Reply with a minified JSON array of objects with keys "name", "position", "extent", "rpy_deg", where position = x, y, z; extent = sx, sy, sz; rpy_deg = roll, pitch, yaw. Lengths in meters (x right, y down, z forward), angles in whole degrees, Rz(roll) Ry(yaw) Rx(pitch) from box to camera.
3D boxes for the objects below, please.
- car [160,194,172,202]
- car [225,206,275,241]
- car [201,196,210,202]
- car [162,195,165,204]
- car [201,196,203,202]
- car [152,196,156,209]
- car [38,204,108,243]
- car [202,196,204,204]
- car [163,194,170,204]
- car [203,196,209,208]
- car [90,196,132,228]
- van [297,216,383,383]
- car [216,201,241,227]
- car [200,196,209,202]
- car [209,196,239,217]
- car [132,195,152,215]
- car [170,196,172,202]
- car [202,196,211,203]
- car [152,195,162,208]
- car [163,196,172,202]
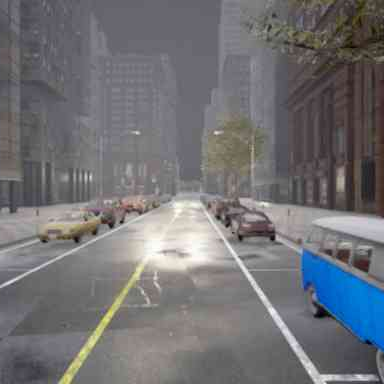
[{"name":"car","position":[-5.637,1.285,72.482],"extent":[2.192,1.841,5.009],"rpy_deg":[0,0,0]},{"name":"car","position":[2.864,1.549,16.082],"extent":[1.802,1.307,4.206],"rpy_deg":[0,0,0]},{"name":"car","position":[2.889,1.536,72.476],"extent":[1.947,1.339,4.313],"rpy_deg":[0,0,0]},{"name":"car","position":[-5.645,1.501,49.928],"extent":[1.887,1.381,4.507],"rpy_deg":[0,0,0]},{"name":"car","position":[2.882,1.539,55.558],"extent":[1.802,1.307,4.206],"rpy_deg":[0,0,0]},{"name":"car","position":[-5.651,1.524,38.651],"extent":[1.947,1.339,4.313],"rpy_deg":[0,0,0]},{"name":"car","position":[-5.661,1.493,15.926],"extent":[1.752,1.417,4.829],"rpy_deg":[0,0,0]},{"name":"car","position":[2.879,1.481,50.089],"extent":[1.752,1.417,4.829],"rpy_deg":[0,0,0]},{"name":"car","position":[-5.641,1.526,61.206],"extent":[1.947,1.339,4.313],"rpy_deg":[0,0,0]},{"name":"car","position":[2.877,1.522,44.278],"extent":[1.947,1.339,4.313],"rpy_deg":[0,0,0]},{"name":"car","position":[-5.659,1.278,21.733],"extent":[2.192,1.841,5.009],"rpy_deg":[0,0,0]},{"name":"van","position":[2.861,1.329,4.802],"extent":[1.690,1.788,3.998],"rpy_deg":[0,0,0]},{"name":"car","position":[2.867,1.529,21.720],"extent":[1.947,1.339,4.313],"rpy_deg":[0,0,0]},{"name":"car","position":[2.891,1.544,78.116],"extent":[1.947,1.339,4.313],"rpy_deg":[0,0,0]},{"name":"car","position":[2.869,1.276,27.360],"extent":[2.192,1.841,5.009],"rpy_deg":[0,0,0]},{"name":"car","position":[-5.654,1.275,33.012],"extent":[2.192,1.841,5.009],"rpy_deg":[0,0,0]},{"name":"car","position":[-5.638,1.531,66.844],"extent":[1.947,1.339,4.313],"rpy_deg":[0,0,0]},{"name":"car","position":[2.887,1.546,66.836],"extent":[1.802,1.307,4.206],"rpy_deg":[0,0,0]},{"name":"car","position":[-5.648,1.271,44.289],"extent":[2.192,1.841,5.009],"rpy_deg":[0,0,0]},{"name":"car","position":[-5.634,1.561,78.121],"extent":[1.802,1.307,4.206],"rpy_deg":[0,0,0]}]
